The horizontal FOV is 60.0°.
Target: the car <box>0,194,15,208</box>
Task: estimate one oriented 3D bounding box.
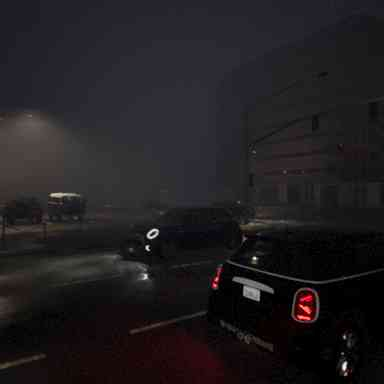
[{"bbox_3d":[-31.837,1.206,56.384,1.932,1.855,4.605,0,0,-35],"label":"car"}]

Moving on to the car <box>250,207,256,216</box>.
[{"bbox_3d":[3.690,1.536,30.498,2.128,1.511,4.902,0,0,-35],"label":"car"}]

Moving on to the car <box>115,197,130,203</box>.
[{"bbox_3d":[-14.084,1.607,67.913,1.994,1.385,4.181,0,0,-35],"label":"car"}]

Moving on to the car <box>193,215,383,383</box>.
[{"bbox_3d":[2.516,1.350,5.601,4.553,1.767,2.097,0,0,-35],"label":"car"}]

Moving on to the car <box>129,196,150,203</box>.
[{"bbox_3d":[-11.048,1.588,69.648,2.033,1.411,5.357,0,0,-35],"label":"car"}]

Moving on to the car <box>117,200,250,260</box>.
[{"bbox_3d":[-0.257,1.349,12.552,4.553,1.767,2.097,0,0,-37],"label":"car"}]

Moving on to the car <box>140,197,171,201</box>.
[{"bbox_3d":[-4.319,1.647,41.762,1.895,1.301,4.718,0,0,-35],"label":"car"}]

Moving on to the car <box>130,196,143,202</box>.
[{"bbox_3d":[-9.026,1.569,60.795,1.812,1.442,4.674,0,0,-36],"label":"car"}]

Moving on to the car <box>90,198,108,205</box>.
[{"bbox_3d":[-16.555,1.647,59.132,1.895,1.301,4.718,0,0,-35],"label":"car"}]

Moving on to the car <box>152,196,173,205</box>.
[{"bbox_3d":[-5.532,1.568,61.921,1.812,1.442,4.674,0,0,-35],"label":"car"}]
